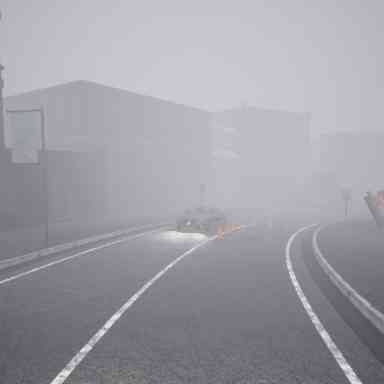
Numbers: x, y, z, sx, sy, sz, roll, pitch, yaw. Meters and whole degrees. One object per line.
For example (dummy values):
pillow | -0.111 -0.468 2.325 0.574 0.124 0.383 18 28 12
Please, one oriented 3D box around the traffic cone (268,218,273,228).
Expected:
traffic cone | 5.033 1.978 21.330 0.340 0.580 0.340 2 1 17

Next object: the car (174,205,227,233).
car | 0.610 1.470 19.368 1.994 1.385 4.181 2 1 23

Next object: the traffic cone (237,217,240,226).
traffic cone | 2.539 1.909 20.015 0.340 0.580 0.340 2 1 17

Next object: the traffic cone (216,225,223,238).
traffic cone | 1.352 1.914 16.195 0.340 0.580 0.340 2 1 17

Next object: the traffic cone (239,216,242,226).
traffic cone | 3.133 1.905 21.924 0.340 0.580 0.340 2 1 17

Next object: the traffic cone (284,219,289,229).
traffic cone | 5.984 2.014 21.035 0.340 0.580 0.340 2 1 17

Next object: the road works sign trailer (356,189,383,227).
road works sign trailer | 11.350 1.181 20.515 2.880 2.380 3.560 -29 -18 31
